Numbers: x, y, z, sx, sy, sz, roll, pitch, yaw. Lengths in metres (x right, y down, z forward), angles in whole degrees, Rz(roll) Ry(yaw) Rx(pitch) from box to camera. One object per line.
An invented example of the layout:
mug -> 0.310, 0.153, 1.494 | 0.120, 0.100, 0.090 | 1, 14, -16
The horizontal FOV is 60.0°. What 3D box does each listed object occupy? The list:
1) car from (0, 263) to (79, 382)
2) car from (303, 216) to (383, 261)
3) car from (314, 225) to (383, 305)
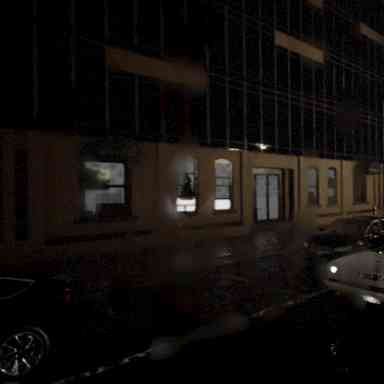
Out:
car -> -3.570, 1.626, 3.916 | 4.313, 1.339, 1.947 | -1, 0, -38
car -> 5.364, 1.496, 10.828 | 4.403, 1.369, 2.008 | -1, 0, -38
car -> 4.872, 1.548, 7.170 | 4.718, 1.301, 1.895 | -1, 0, -38
